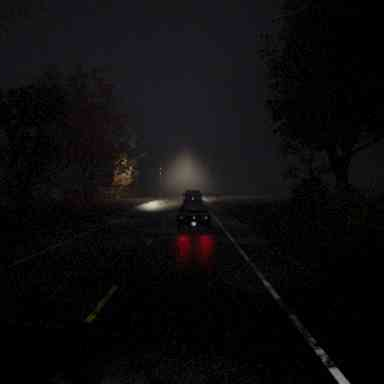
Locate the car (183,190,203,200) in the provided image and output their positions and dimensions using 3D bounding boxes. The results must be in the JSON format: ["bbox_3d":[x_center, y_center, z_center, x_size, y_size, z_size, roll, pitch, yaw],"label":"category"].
[{"bbox_3d":[0.096,0.790,38.767,2.150,2.045,5.566,0,1,0],"label":"car"}]

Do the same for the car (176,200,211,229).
[{"bbox_3d":[0.097,1.364,19.798,1.895,1.301,4.718,0,1,0],"label":"car"}]
